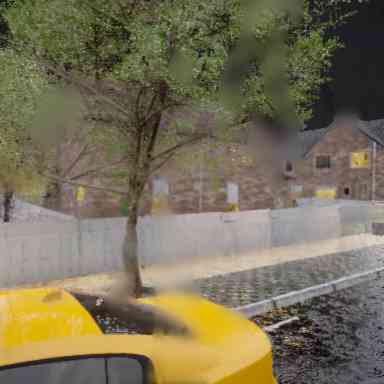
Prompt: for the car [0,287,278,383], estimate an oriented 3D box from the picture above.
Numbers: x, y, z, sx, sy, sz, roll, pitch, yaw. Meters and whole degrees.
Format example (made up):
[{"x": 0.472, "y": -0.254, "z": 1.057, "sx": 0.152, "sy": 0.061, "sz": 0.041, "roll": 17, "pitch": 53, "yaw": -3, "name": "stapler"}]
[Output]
[{"x": -1.662, "y": 1.479, "z": 1.886, "sx": 5.008, "sy": 1.535, "sz": 1.882, "roll": 0, "pitch": 0, "yaw": -36, "name": "car"}]
